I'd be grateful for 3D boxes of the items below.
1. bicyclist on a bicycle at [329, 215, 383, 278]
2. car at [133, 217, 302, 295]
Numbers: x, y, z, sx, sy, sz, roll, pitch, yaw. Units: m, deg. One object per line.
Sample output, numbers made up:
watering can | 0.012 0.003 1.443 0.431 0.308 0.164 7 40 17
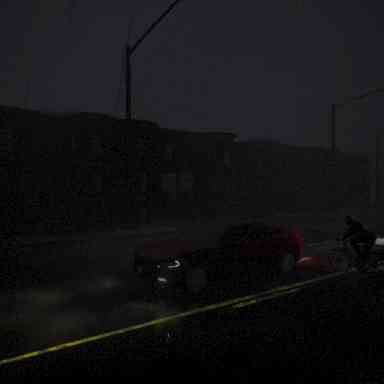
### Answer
bicyclist on a bicycle | 4.446 1.455 9.024 0.582 1.620 1.656 0 -2 -36
car | 0.854 1.477 8.945 5.008 1.535 1.882 0 0 -36
